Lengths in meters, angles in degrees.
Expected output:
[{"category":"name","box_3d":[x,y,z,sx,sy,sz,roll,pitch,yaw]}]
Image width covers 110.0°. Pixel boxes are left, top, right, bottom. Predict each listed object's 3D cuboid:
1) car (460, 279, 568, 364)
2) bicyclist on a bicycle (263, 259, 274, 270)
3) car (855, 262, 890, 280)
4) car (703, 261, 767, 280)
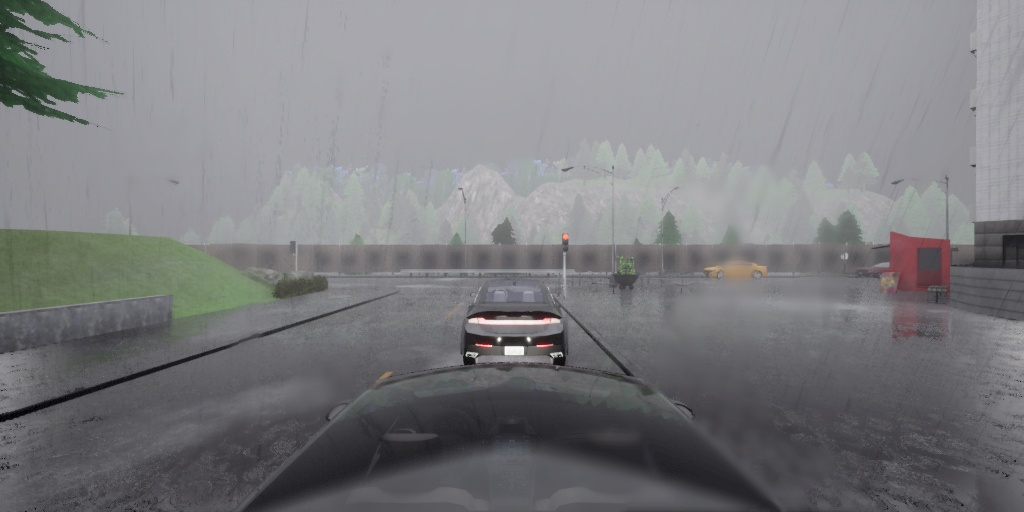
[{"category":"car","box_3d":[0.053,1.241,7.923,2.128,1.511,4.902,0,0,0]},{"category":"bicyclist on a bicycle","box_3d":[-24.027,1.099,35.400,0.582,1.620,1.656,0,0,0]},{"category":"car","box_3d":[32.874,1.228,31.221,5.008,1.535,1.882,0,0,0]},{"category":"car","box_3d":[19.350,1.228,31.221,5.008,1.535,1.882,0,0,0]}]
